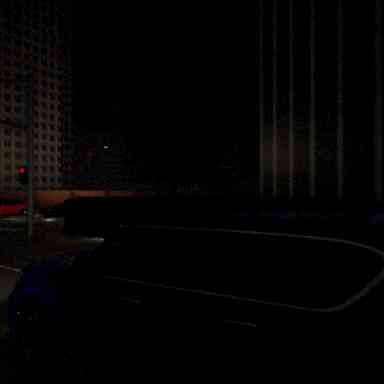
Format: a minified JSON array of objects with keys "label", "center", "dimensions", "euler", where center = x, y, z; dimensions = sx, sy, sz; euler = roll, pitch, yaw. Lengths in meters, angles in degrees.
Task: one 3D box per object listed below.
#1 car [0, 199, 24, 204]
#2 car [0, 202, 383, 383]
[{"label":"car","center":[-17.469,1.450,30.494],"dimensions":[2.097,1.767,4.553],"euler":[0,0,35]},{"label":"car","center":[0.111,1.222,3.914],"dimensions":[5.566,2.045,2.150],"euler":[0,0,36]}]
